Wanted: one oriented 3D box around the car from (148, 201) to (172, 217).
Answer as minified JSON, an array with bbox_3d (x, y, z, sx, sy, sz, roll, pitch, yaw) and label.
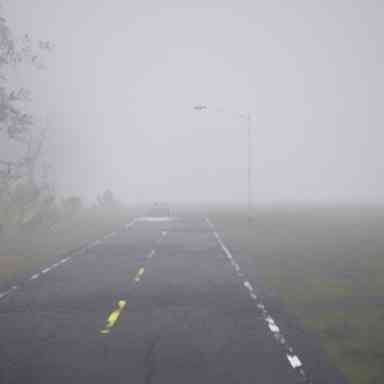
[{"bbox_3d":[-2.969,1.543,31.172,1.994,1.385,4.181,0,0,0],"label":"car"}]
